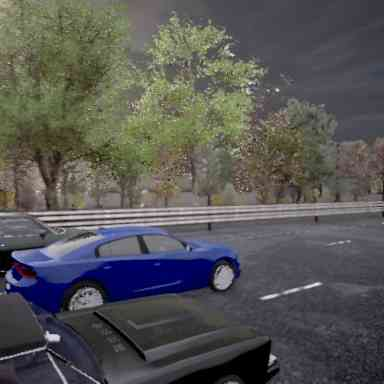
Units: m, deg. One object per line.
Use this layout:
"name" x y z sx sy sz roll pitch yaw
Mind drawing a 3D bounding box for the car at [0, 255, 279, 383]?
"car" -1.484 1.598 2.711 4.718 1.301 1.895 0 0 -35

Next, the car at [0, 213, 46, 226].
"car" -4.704 1.344 8.992 4.553 1.767 2.097 0 0 -35

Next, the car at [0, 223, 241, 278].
"car" -1.146 1.475 7.200 5.008 1.535 1.882 0 0 -35
